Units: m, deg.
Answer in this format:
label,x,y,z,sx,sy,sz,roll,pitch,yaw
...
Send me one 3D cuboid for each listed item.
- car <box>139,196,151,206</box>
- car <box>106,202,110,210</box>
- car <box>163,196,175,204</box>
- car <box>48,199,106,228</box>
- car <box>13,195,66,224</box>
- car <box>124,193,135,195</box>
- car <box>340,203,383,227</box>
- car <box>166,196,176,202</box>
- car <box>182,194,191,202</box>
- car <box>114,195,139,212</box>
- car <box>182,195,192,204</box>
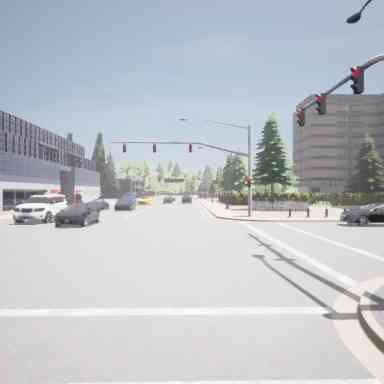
label,x,y,z,sx,sy,sz,roll,pitch,yaw
car,-8.048,1.477,56.338,1.882,1.535,5.008,0,0,-1
car,-11.346,1.564,40.349,1.994,1.385,4.181,0,0,-1
car,-4.582,1.547,64.666,2.033,1.411,5.357,0,0,-1
car,-7.511,1.477,22.285,1.882,1.535,5.008,0,0,-1
car,-11.067,1.222,24.821,2.150,2.045,5.566,0,0,-1
car,-11.592,1.224,61.241,2.150,2.045,5.566,0,0,0
car,12.499,1.492,22.272,4.902,1.511,2.128,0,0,-1
car,-4.728,1.510,75.301,1.895,1.301,4.718,0,0,-1
car,-1.223,1.355,75.056,2.097,1.767,4.553,0,0,-1
car,-7.826,1.478,39.063,1.882,1.535,5.008,0,0,-1
car,-0.985,1.505,64.990,1.837,1.490,4.892,0,0,-1
